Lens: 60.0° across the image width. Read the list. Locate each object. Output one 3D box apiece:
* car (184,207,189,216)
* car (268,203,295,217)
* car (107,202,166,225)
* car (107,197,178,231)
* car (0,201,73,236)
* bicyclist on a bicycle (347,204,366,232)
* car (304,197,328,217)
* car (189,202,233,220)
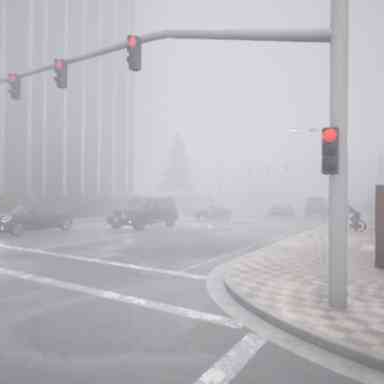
[{"bbox_3d":[1.000,1.796,35.653,1.812,1.442,4.674,0,0,32],"label":"car"},{"bbox_3d":[9.834,1.924,36.363,1.994,1.385,4.181,0,0,31],"label":"car"},{"bbox_3d":[-4.371,1.634,26.879,1.882,1.535,5.008,0,0,31],"label":"car"},{"bbox_3d":[-3.105,1.357,22.233,2.150,2.045,5.566,0,0,31],"label":"car"},{"bbox_3d":[-9.171,1.406,19.003,2.097,1.767,4.553,0,0,31],"label":"car"},{"bbox_3d":[9.363,1.536,19.668,1.656,1.620,0.582,0,-1,31],"label":"bicyclist on a bicycle"},{"bbox_3d":[13.815,1.619,36.168,2.150,2.045,5.566,0,0,31],"label":"car"},{"bbox_3d":[1.982,1.844,30.568,1.895,1.301,4.718,0,0,31],"label":"car"}]
